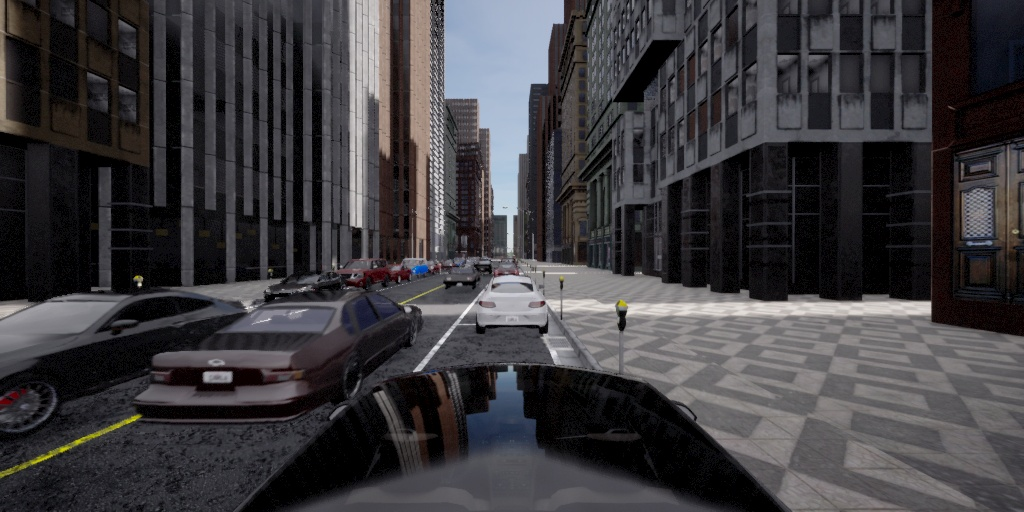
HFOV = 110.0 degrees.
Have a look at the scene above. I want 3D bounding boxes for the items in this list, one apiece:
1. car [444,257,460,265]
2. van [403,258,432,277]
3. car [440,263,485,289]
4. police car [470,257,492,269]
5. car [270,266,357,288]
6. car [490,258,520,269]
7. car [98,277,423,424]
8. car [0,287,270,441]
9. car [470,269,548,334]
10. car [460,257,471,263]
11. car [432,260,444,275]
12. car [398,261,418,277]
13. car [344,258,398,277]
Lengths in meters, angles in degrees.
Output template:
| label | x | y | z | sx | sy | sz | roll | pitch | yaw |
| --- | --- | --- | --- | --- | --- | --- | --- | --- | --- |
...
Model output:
| label | x | y | z | sx | sy | sz | roll | pitch | yaw |
| --- | --- | --- | --- | --- | --- | --- | --- | --- | --- |
| car | -8.908 | 1.188 | 49.741 | 1.967 | 1.591 | 4.097 | 0 | 0 | 0 |
| van | -8.908 | 1.090 | 32.830 | 1.690 | 1.789 | 3.998 | 0 | 0 | 0 |
| car | -3.045 | 1.350 | 23.008 | 1.895 | 1.301 | 4.718 | 0 | 0 | 0 |
| police car | -3.145 | 1.174 | 40.217 | 1.930 | 1.638 | 5.238 | 0 | 0 | 0 |
| car | -8.908 | 1.315 | 15.920 | 1.948 | 1.339 | 4.313 | 0 | 0 | 0 |
| car | -0.383 | 1.189 | 27.203 | 1.967 | 1.591 | 4.097 | 0 | 0 | 0 |
| car | -3.044 | 1.297 | 6.216 | 2.033 | 1.411 | 5.357 | 0 | 0 | 0 |
| car | -6.246 | 1.275 | 5.499 | 1.812 | 1.442 | 4.674 | 0 | 0 | 0 |
| car | 0.003 | 1.275 | 10.501 | 1.812 | 1.442 | 4.674 | 0 | 0 | 0 |
| car | -6.145 | 1.253 | 50.984 | 2.128 | 1.511 | 4.902 | 0 | 0 | 0 |
| car | -8.908 | 1.189 | 38.467 | 1.967 | 1.591 | 4.097 | 0 | 0 | 0 |
| car | -8.908 | 1.294 | 27.194 | 1.888 | 1.381 | 4.507 | 0 | 0 | 0 |
| car | -8.908 | 1.064 | 21.556 | 2.192 | 1.841 | 5.009 | 0 | 0 | 0 |
